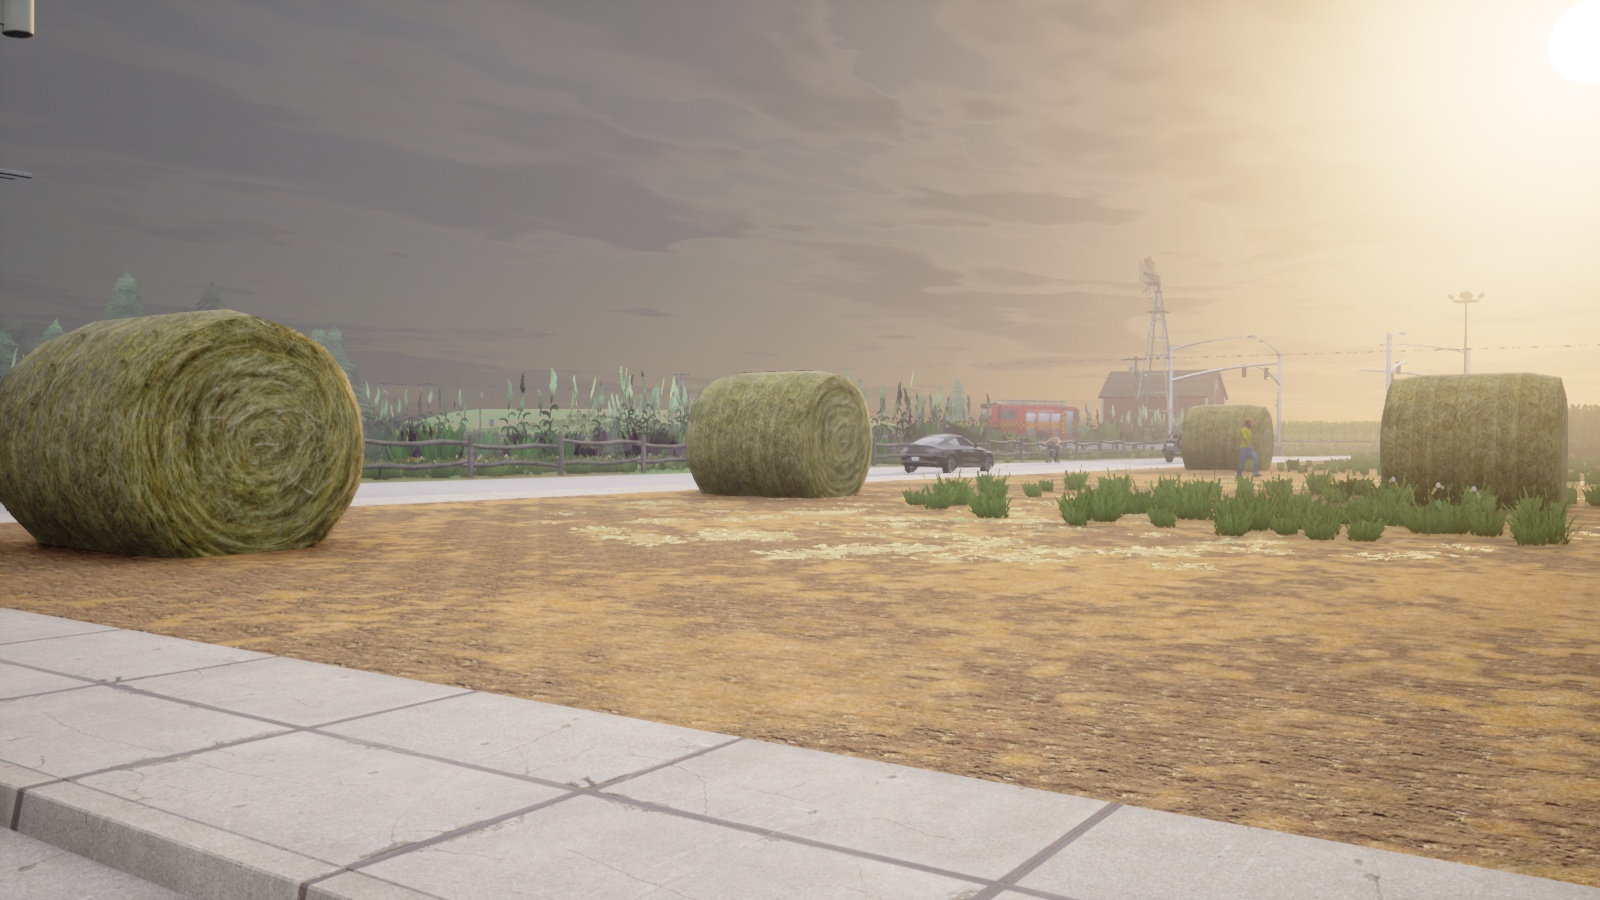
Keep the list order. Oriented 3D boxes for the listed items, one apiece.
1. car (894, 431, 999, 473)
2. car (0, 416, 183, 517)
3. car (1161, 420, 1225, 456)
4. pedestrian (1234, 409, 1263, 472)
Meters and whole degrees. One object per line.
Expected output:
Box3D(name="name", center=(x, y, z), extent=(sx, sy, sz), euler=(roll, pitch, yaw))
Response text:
Box3D(name="car", center=(5.509, 0.034, 46.698), extent=(1.812, 1.442, 4.674), euler=(0, 1, 36))
Box3D(name="car", center=(-14.757, 0.283, 25.099), extent=(1.905, 1.878, 3.866), euler=(0, 1, 36))
Box3D(name="car", center=(21.367, -0.619, 68.217), extent=(1.932, 1.855, 4.605), euler=(0, -1, 36))
Box3D(name="pedestrian", center=(13.046, -0.276, 36.507), extent=(0.354, 1.836, 0.706), euler=(-1, 1, -44))
